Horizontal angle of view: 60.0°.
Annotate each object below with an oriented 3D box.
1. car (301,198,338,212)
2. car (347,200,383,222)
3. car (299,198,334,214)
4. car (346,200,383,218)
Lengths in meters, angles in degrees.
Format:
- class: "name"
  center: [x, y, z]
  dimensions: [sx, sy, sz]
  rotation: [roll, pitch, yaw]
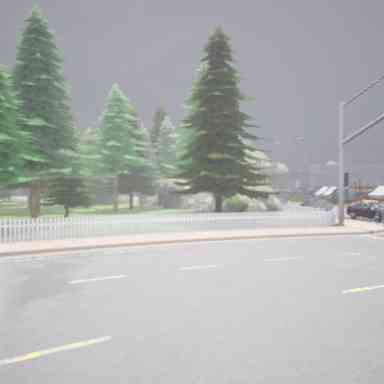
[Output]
- class: "car"
  center: [15.740, 1.545, 41.467]
  dimensions: [2.128, 1.511, 4.902]
  rotation: [0, 0, -9]
- class: "car"
  center: [14.633, 1.566, 26.879]
  dimensions: [2.128, 1.511, 4.902]
  rotation: [0, 0, -10]
- class: "car"
  center: [13.157, 1.616, 35.667]
  dimensions: [1.994, 1.385, 4.181]
  rotation: [0, 0, -10]
- class: "car"
  center: [17.298, 1.555, 32.156]
  dimensions: [1.882, 1.535, 5.008]
  rotation: [0, 0, -10]
